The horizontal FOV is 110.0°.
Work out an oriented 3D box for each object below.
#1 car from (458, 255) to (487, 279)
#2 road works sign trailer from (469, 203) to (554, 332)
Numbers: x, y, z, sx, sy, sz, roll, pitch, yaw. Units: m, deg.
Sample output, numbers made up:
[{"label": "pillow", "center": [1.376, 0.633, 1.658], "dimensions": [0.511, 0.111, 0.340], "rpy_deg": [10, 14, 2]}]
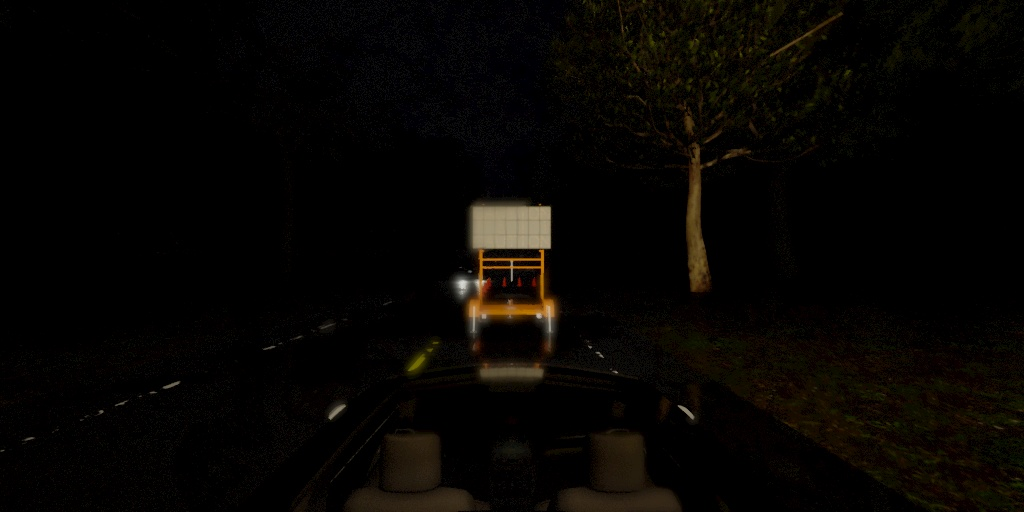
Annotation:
[{"label": "car", "center": [-3.531, 0.968, 32.984], "dimensions": [2.150, 2.045, 5.566], "rpy_deg": [0, 0, 0]}, {"label": "road works sign trailer", "center": [-0.007, 0.217, 10.804], "dimensions": [2.380, 3.560, 2.880], "rpy_deg": [0, 0, 0]}]
